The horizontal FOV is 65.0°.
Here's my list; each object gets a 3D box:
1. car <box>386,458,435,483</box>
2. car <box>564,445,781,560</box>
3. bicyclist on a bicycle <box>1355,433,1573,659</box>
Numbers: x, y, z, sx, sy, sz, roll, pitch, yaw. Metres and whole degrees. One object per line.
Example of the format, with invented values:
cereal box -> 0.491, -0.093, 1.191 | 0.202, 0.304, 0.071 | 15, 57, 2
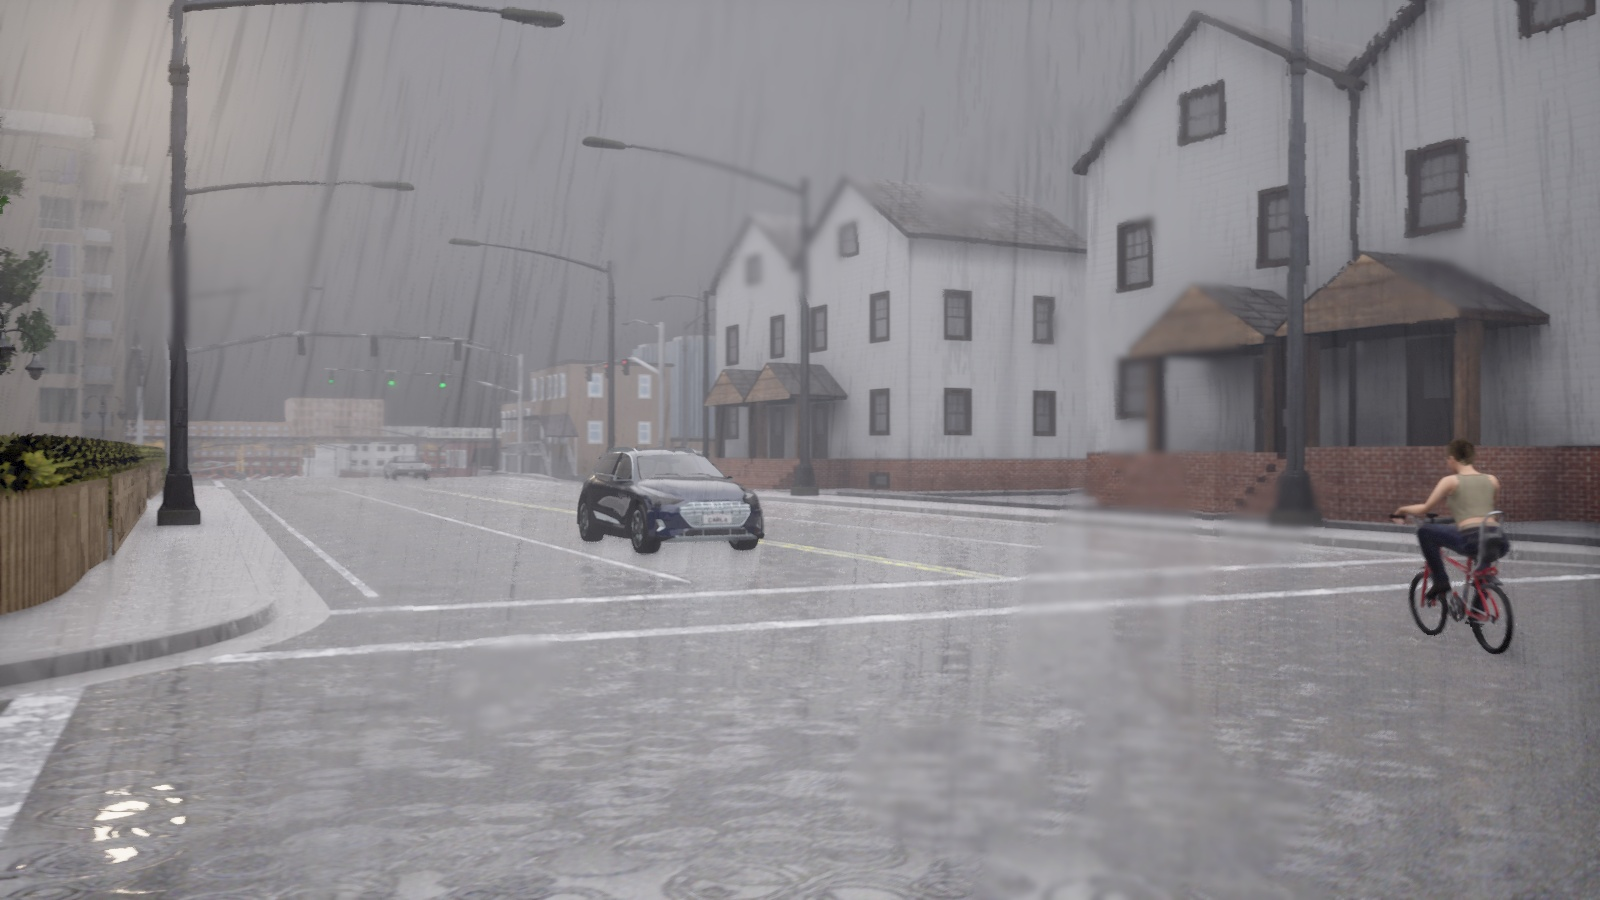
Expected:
car -> -21.628, 1.114, 69.644 | 1.895, 1.301, 4.718 | 0, 0, -25
car -> -2.248, 0.761, 20.667 | 2.033, 1.649, 4.856 | 0, 0, -25
bicyclist on a bicycle -> 5.145, 0.702, 9.854 | 0.866, 1.612, 1.509 | -2, 0, 0
